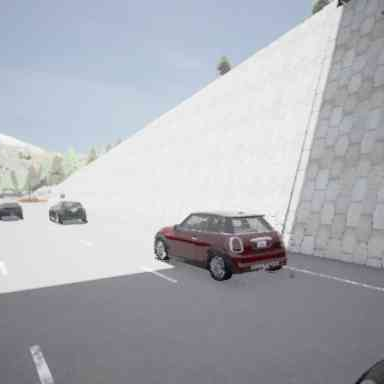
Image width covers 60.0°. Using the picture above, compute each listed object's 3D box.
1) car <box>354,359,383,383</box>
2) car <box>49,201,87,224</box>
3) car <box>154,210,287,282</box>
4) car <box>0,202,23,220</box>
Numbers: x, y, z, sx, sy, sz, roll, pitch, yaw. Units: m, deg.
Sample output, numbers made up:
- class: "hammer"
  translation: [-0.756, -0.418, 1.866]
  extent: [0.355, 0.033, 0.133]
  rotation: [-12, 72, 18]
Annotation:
- class: "car"
  translation: [2.636, 1.538, 1.182]
  extent: [1.994, 1.385, 4.181]
  rotation: [-1, 0, -43]
- class: "car"
  translation: [-9.955, 1.471, 26.469]
  extent: [2.097, 1.767, 4.553]
  rotation: [-1, 0, -33]
- class: "car"
  translation: [0.606, 1.353, 10.192]
  extent: [2.097, 1.767, 4.553]
  rotation: [-1, 0, -33]
- class: "car"
  translation: [-16.585, 1.692, 30.261]
  extent: [1.837, 1.490, 4.892]
  rotation: [-1, -1, -33]
